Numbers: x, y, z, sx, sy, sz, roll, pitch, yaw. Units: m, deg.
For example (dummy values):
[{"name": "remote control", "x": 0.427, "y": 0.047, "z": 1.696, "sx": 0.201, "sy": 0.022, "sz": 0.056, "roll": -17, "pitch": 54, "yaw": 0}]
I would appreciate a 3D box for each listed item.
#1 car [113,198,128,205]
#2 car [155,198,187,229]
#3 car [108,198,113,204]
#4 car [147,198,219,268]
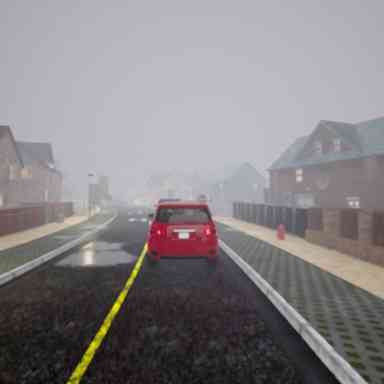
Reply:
[{"name": "car", "x": -16.498, "y": 2.381, "z": 78.221, "sx": 2.033, "sy": 1.411, "sz": 5.357, "roll": 1, "pitch": -1, "yaw": -24}, {"name": "car", "x": -1.654, "y": 1.474, "z": 24.944, "sx": 2.150, "sy": 2.045, "sz": 5.566, "roll": 0, "pitch": -1, "yaw": -5}, {"name": "car", "x": -20.793, "y": 2.349, "z": 87.784, "sx": 1.882, "sy": 1.535, "sz": 5.008, "roll": 1, "pitch": -1, "yaw": -24}, {"name": "car", "x": -0.406, "y": 1.343, "z": 11.918, "sx": 2.150, "sy": 2.045, "sz": 5.566, "roll": 0, "pitch": -1, "yaw": -4}]
